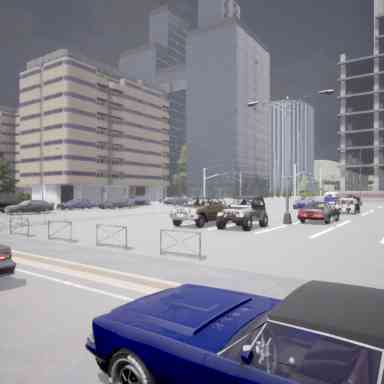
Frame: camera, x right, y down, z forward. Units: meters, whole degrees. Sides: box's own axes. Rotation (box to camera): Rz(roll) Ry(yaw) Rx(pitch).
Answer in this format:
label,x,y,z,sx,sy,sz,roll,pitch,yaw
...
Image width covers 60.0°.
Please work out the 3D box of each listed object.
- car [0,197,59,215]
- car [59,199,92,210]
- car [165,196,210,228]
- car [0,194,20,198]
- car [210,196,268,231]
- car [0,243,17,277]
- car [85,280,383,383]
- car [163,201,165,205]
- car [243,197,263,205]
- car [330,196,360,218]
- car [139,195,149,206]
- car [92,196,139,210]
label,x,y,z,sx,sy,sz,roll,pitch,yaw
car,-16.312,1.526,33.593,1.812,1.442,4.674,0,0,34
car,-14.549,1.547,42.539,2.033,1.411,5.357,0,0,34
car,0.645,1.153,20.945,1.932,1.855,4.605,0,0,34
car,-20.259,1.222,34.031,2.150,2.045,5.566,0,0,34
car,3.012,1.156,19.279,1.905,1.878,3.866,0,0,34
car,-6.724,1.547,8.707,5.357,1.411,2.033,0,0,35
car,1.120,1.601,3.191,4.718,1.301,1.895,0,0,35
car,-2.484,1.547,54.168,2.033,1.411,5.357,0,0,34
car,11.358,1.601,61.948,1.895,1.301,4.718,0,0,35
car,15.038,1.395,32.232,1.970,1.475,3.806,0,0,34
car,-8.751,1.352,51.109,2.097,1.767,4.553,0,0,35
car,-9.827,1.548,43.293,2.033,1.411,5.357,0,0,34
